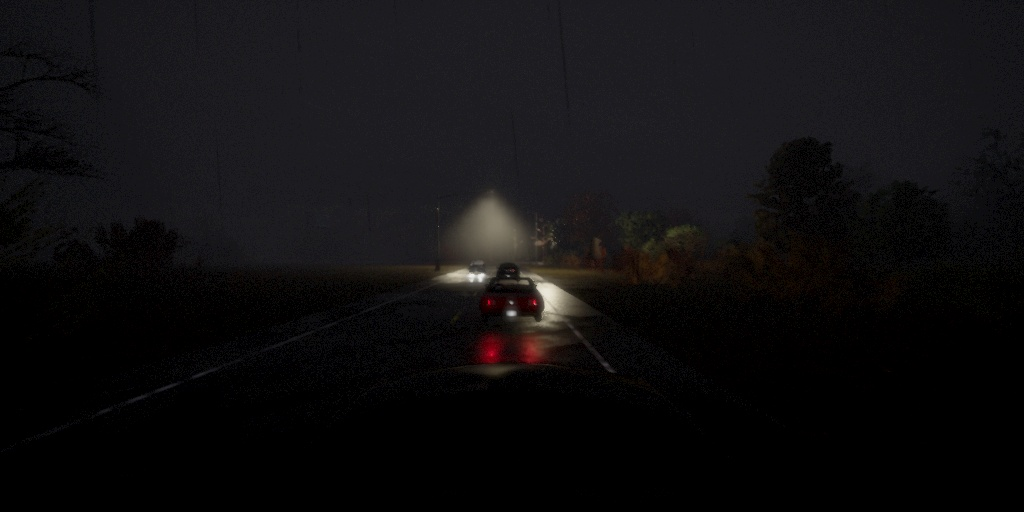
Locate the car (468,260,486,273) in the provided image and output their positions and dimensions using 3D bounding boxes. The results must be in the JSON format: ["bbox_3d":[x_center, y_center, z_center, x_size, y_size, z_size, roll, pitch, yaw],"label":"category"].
[{"bbox_3d":[-4.210,1.302,43.996,2.128,1.511,4.902,0,0,-1],"label":"car"}]

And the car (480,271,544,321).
[{"bbox_3d":[-0.027,1.369,12.535,1.895,1.301,4.718,0,0,-1],"label":"car"}]

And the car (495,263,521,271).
[{"bbox_3d":[-0.293,1.296,29.488,1.837,1.490,4.892,0,0,-1],"label":"car"}]
